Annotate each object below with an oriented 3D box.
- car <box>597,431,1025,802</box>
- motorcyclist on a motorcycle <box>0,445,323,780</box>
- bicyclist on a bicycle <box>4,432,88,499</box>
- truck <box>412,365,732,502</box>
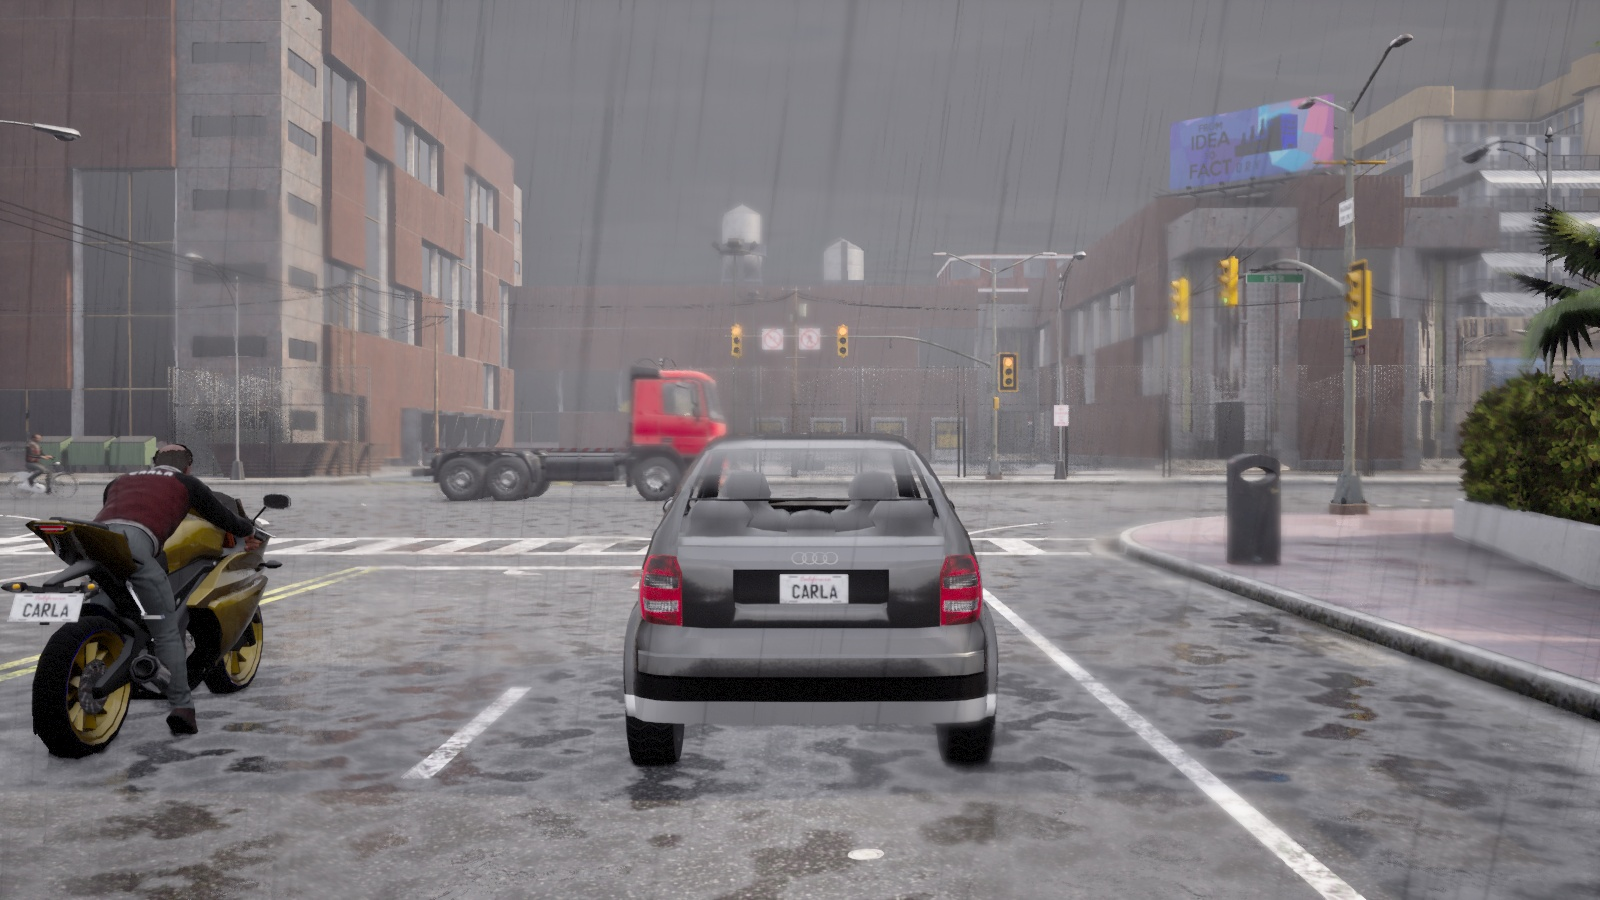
[{"bbox_3d":[0.051,0.685,7.106,1.789,1.549,3.705,0,0,0],"label":"car"},{"bbox_3d":[-3.454,0.740,6.842,0.866,1.530,2.191,0,0,0],"label":"motorcyclist on a motorcycle"},{"bbox_3d":[-20.059,0.412,33.430,1.843,1.776,0.659,0,0,1],"label":"bicyclist on a bicycle"},{"bbox_3d":[-5.851,-0.428,33.234,7.936,3.462,2.891,0,0,1],"label":"truck"}]
